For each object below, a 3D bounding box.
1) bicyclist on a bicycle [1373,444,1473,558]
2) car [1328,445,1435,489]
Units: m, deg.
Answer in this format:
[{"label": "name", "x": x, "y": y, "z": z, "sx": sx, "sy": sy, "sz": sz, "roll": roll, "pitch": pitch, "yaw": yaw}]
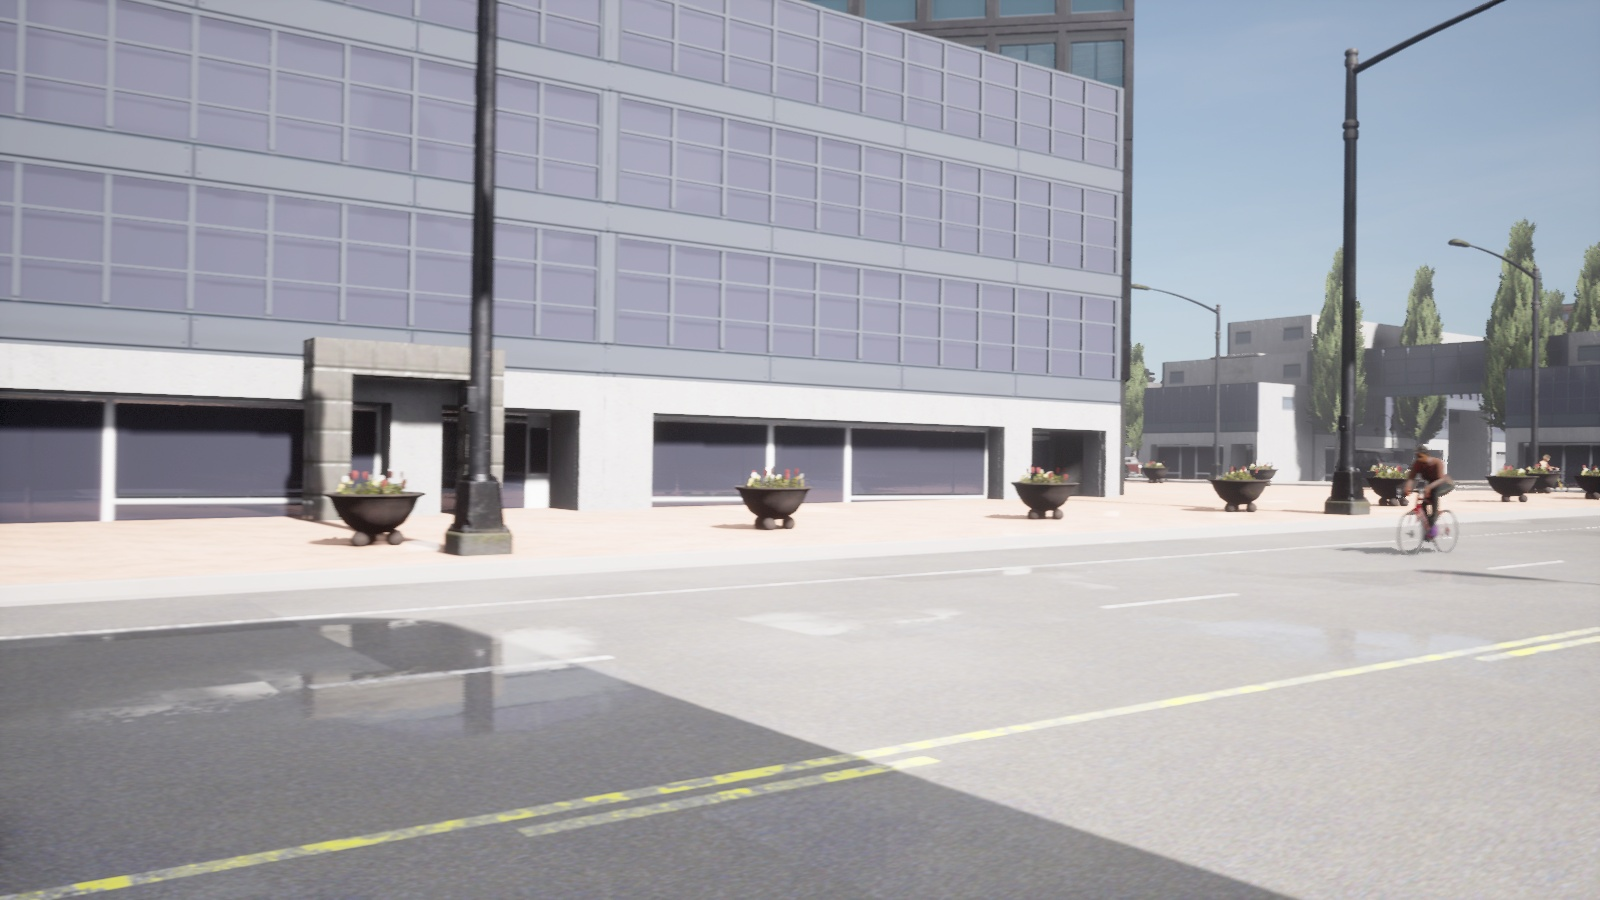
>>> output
[{"label": "bicyclist on a bicycle", "x": 9.222, "y": 0.726, "z": 18.581, "sx": 1.656, "sy": 1.620, "sz": 0.582, "roll": 0, "pitch": 0, "yaw": -34}, {"label": "car", "x": 25.807, "y": 0.746, "z": 55.850, "sx": 1.905, "sy": 1.878, "sz": 3.866, "roll": 1, "pitch": -1, "yaw": -35}]
